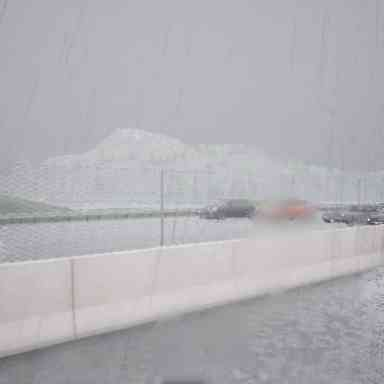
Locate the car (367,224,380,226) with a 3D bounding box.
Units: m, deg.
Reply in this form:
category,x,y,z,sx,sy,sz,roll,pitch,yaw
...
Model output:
category,x,y,z,sx,sy,sz,roll,pitch,yaw
car,12.378,1.485,19.656,4.892,1.490,1.837,0,0,-28
